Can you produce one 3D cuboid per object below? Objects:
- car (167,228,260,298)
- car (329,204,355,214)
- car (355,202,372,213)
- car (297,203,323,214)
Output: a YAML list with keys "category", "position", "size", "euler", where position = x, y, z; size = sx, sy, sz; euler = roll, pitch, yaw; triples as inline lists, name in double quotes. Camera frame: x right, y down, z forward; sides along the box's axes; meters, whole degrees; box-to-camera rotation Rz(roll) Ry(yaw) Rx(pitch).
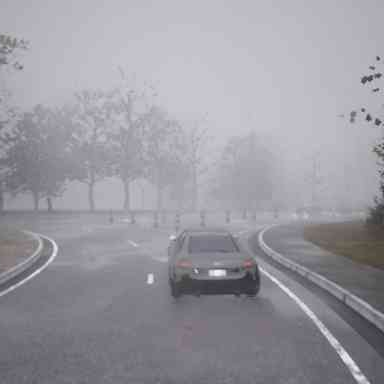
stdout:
- category: "car"
  position: [0.365, 1.627, 8.750]
  size: [1.994, 1.385, 4.181]
  euler: [0, 0, -4]
- category: "car"
  position: [24.263, 2.751, 54.514]
  size: [4.902, 1.511, 2.128]
  euler: [3, -2, -43]
- category: "car"
  position: [31.968, 2.914, 61.821]
  size: [5.566, 2.045, 2.150]
  euler: [3, -2, -44]
- category: "car"
  position: [16.811, 2.325, 47.469]
  size: [5.008, 1.535, 1.882]
  euler: [3, -2, -43]
